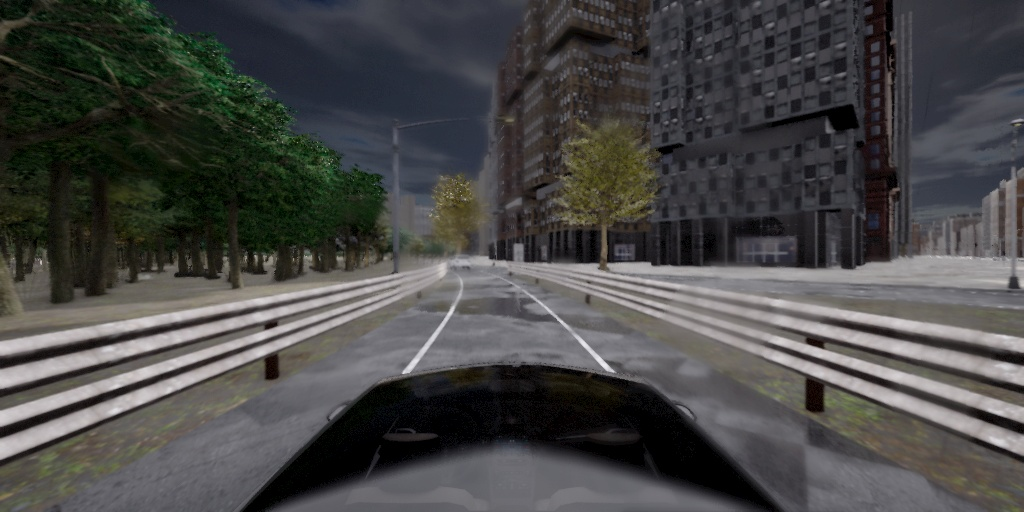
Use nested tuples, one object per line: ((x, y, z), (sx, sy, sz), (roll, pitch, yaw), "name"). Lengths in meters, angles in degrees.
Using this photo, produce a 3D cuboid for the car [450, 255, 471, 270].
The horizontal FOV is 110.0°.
((-7.110, 0.872, 49.395), (2.150, 2.045, 5.566), (0, 0, -18), "car")
